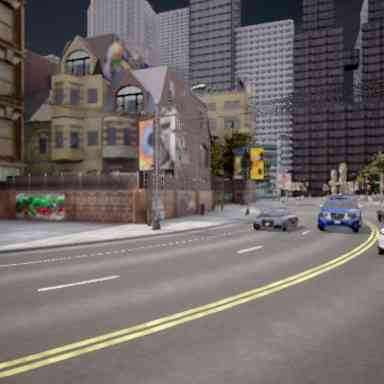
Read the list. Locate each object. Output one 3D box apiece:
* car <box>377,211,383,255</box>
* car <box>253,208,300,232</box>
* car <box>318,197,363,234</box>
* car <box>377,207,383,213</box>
[{"bbox_3d":[8.489,1.606,12.924,1.812,1.442,4.674,0,0,37],"label":"car"},{"bbox_3d":[5.435,1.698,21.124,1.994,1.385,4.181,0,-1,31],"label":"car"},{"bbox_3d":[9.404,1.353,20.912,2.150,2.045,5.566,0,-1,29],"label":"car"},{"bbox_3d":[15.360,1.757,25.343,1.895,1.301,4.718,0,0,22],"label":"car"}]
